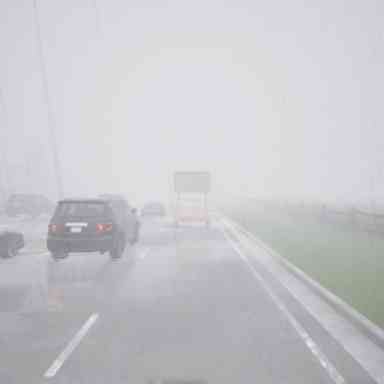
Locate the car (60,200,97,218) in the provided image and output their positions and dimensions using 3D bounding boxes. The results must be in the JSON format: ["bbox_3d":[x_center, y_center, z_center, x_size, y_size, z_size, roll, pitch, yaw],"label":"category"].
[{"bbox_3d":[-10.398,1.473,30.808,1.812,1.442,4.674,0,0,0],"label":"car"}]

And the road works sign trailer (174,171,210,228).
[{"bbox_3d":[0.001,0.427,21.756,2.380,3.560,2.880,0,0,0],"label":"road works sign trailer"}]

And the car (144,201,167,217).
[{"bbox_3d":[-3.399,1.512,30.313,1.994,1.385,4.181,0,0,0],"label":"car"}]

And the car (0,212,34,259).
[{"bbox_3d":[-6.898,1.531,9.481,2.033,1.411,5.357,0,0,0],"label":"car"}]

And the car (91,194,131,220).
[{"bbox_3d":[-6.897,1.172,29.050,2.150,2.045,5.566,0,0,0],"label":"car"}]

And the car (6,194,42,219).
[{"bbox_3d":[-13.898,1.172,29.001,2.150,2.045,5.566,0,0,0],"label":"car"}]

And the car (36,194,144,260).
[{"bbox_3d":[-3.398,1.200,12.446,2.150,2.045,5.566,0,0,0],"label":"car"}]
